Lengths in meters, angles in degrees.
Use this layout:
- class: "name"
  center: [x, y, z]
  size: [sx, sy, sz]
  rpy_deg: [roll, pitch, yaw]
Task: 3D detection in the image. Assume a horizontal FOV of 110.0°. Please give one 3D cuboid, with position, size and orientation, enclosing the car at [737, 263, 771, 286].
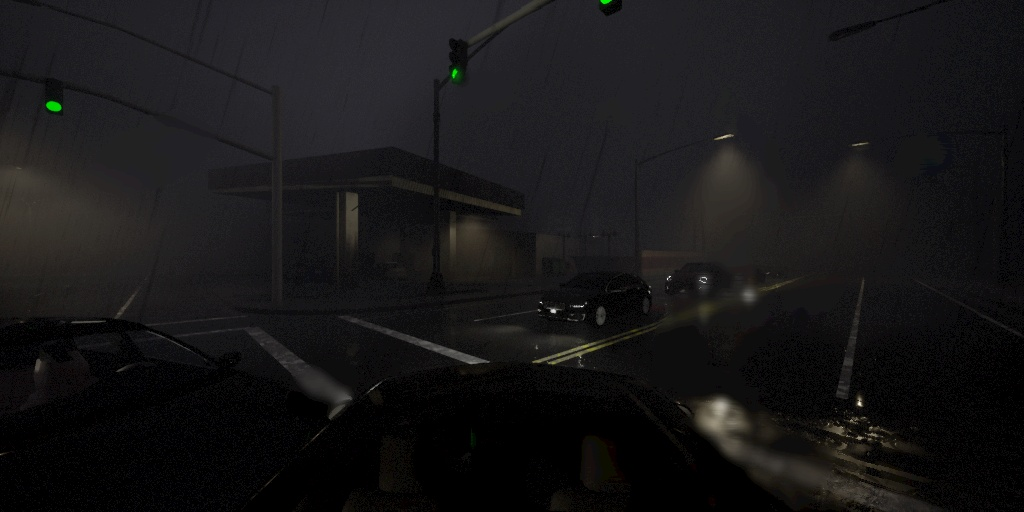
- class: "car"
  center: [16.523, 1.314, 25.339]
  size: [1.994, 1.385, 4.181]
  rpy_deg: [0, 0, 44]

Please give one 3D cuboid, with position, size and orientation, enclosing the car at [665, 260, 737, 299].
- class: "car"
  center: [9.630, 1.102, 18.395]
  size: [2.097, 1.767, 4.553]
  rpy_deg: [0, 0, 45]

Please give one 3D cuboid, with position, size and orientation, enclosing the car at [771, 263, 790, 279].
- class: "car"
  center: [23.622, 1.314, 32.427]
  size: [4.181, 1.385, 1.994]
  rpy_deg: [0, 0, -45]

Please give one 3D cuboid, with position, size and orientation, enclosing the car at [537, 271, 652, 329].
- class: "car"
  center: [2.825, 1.255, 11.516]
  size: [1.837, 1.490, 4.892]
  rpy_deg: [0, 0, 44]

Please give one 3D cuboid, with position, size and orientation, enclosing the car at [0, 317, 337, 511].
- class: "car"
  center: [-3.433, 1.242, 2.467]
  size: [4.902, 1.511, 2.128]
  rpy_deg: [0, 0, 15]
